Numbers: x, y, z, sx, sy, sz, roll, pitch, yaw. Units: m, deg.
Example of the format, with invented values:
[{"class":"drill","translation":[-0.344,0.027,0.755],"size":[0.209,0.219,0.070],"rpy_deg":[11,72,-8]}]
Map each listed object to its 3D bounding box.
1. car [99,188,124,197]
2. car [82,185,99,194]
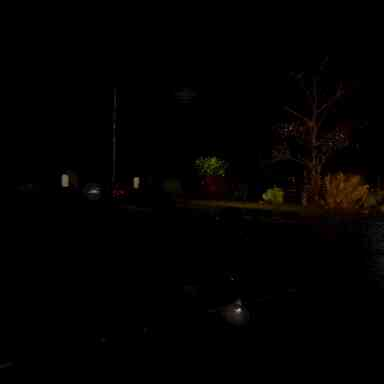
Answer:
[{"class":"car","translation":[-12.299,-0.002,51.488],"size":[1.895,1.301,4.718],"rpy_deg":[1,1,-36]},{"class":"car","translation":[-18.129,-0.432,59.576],"size":[2.128,1.511,4.902],"rpy_deg":[1,1,-36]}]
